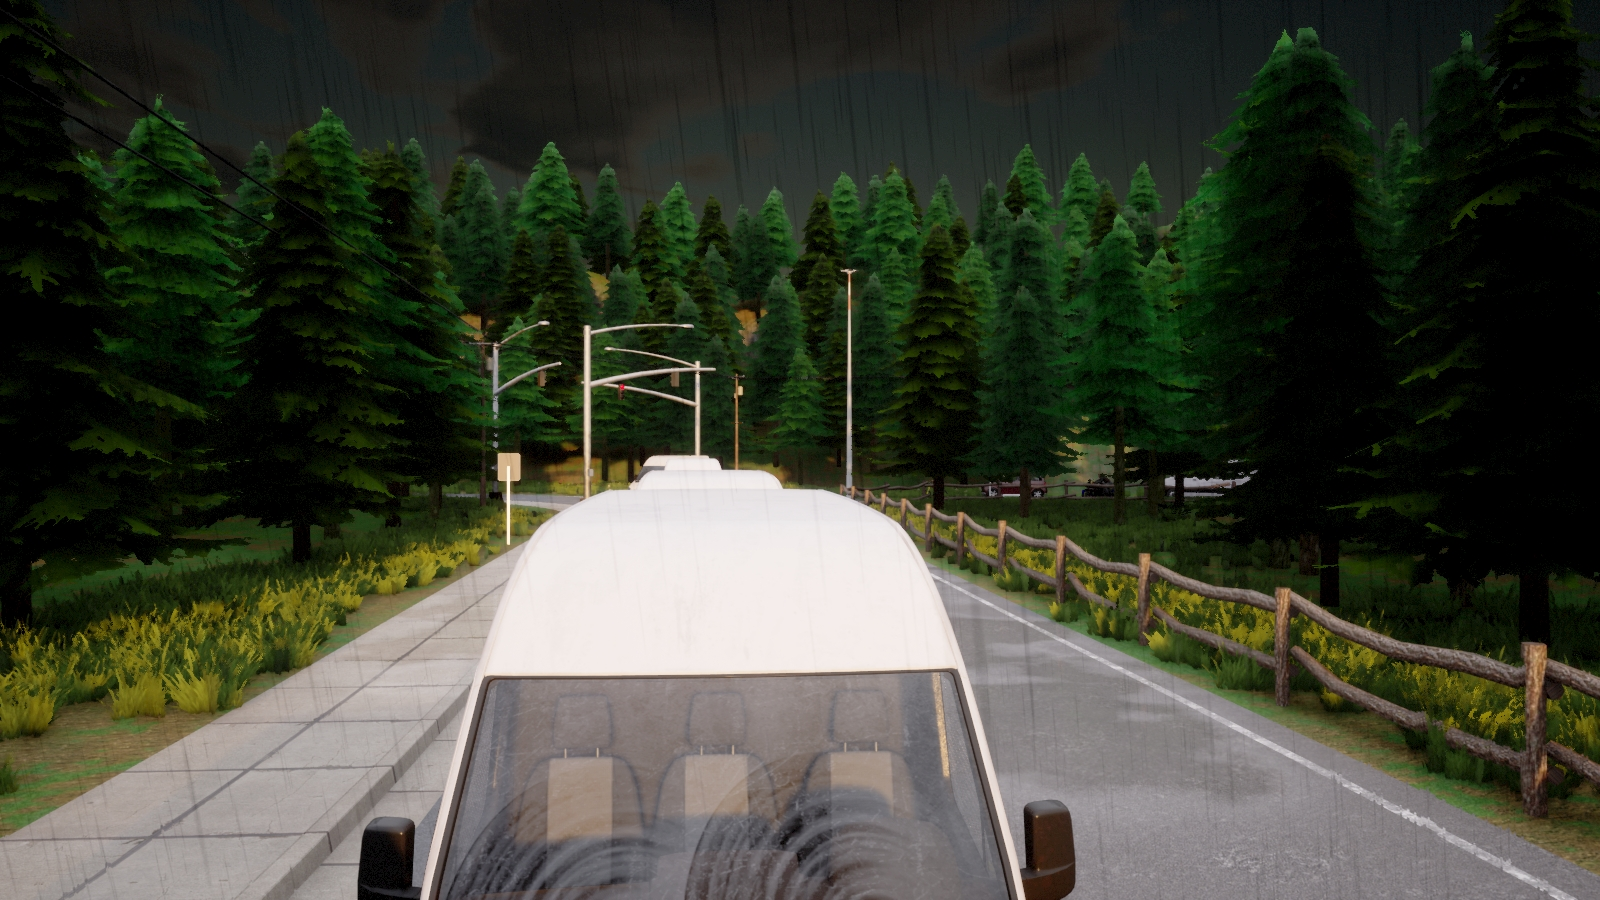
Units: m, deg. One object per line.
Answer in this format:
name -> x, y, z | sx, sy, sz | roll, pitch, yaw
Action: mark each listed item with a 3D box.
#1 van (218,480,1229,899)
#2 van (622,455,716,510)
van -> -0.356, 1.499, 5.202 | 1.988, 2.561, 5.915 | 0, 0, -5
van -> -6.333, 1.515, 56.005 | 1.988, 2.561, 5.915 | 0, 0, 22
